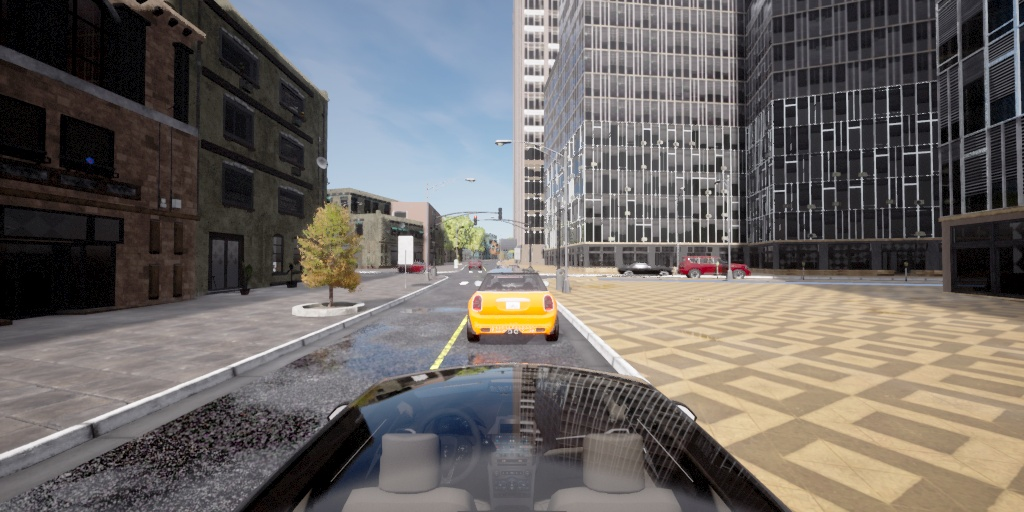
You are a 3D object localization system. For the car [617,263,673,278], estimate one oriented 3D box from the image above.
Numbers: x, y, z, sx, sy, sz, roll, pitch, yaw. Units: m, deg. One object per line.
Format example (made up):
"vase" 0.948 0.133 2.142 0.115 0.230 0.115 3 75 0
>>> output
"car" 11.930 1.284 32.202 4.718 1.301 1.895 0 -1 18

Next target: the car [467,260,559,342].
"car" 0.004 1.105 9.980 2.097 1.767 4.553 0 0 0

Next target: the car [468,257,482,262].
"car" -5.478 1.240 53.338 1.882 1.535 5.008 0 0 -6

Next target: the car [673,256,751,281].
"car" 15.744 0.938 28.235 5.009 1.841 2.192 0 0 18

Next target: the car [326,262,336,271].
"car" -20.586 1.318 40.121 4.313 1.339 1.948 0 0 18

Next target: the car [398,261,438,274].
"car" -10.308 1.281 39.192 4.674 1.442 1.812 0 -1 23
